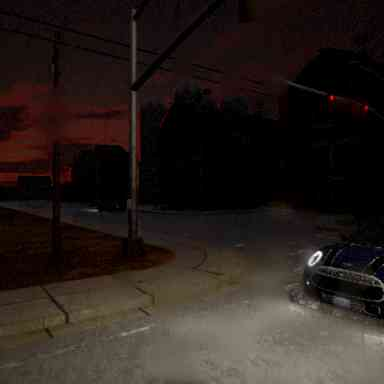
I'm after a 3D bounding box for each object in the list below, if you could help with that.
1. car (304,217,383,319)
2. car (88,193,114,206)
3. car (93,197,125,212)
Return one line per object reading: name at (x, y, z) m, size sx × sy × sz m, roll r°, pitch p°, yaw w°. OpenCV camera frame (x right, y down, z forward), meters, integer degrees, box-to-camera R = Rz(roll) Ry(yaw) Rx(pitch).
car at (4.476, 1.341, 7.164) m, size 4.553 × 1.767 × 2.097 m, roll 0°, pitch 0°, yaw -35°
car at (-13.764, 1.118, 50.617) m, size 3.866 × 1.878 × 1.905 m, roll -2°, pitch 5°, yaw 11°
car at (-9.263, 1.537, 37.672) m, size 1.994 × 1.385 × 4.181 m, roll 0°, pitch 0°, yaw -36°
